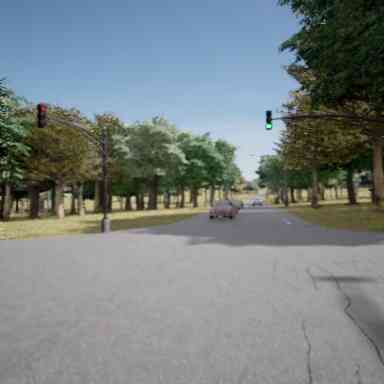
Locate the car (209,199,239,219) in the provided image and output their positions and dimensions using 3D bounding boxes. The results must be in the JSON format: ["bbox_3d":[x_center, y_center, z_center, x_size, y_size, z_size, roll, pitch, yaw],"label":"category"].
[{"bbox_3d":[2.901,1.548,31.044,2.097,1.767,4.553,-1,-1,12],"label":"car"}]

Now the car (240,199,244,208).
[{"bbox_3d":[6.353,1.949,49.539,2.033,1.411,5.357,-1,-1,11],"label":"car"}]

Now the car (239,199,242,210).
[{"bbox_3d":[4.573,1.888,39.894,1.895,1.301,4.718,-1,-1,11],"label":"car"}]

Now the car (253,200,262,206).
[{"bbox_3d":[13.926,2.374,70.855,1.994,1.385,4.181,-1,-2,10],"label":"car"}]

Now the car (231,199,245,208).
[{"bbox_3d":[8.238,2.060,59.372,2.128,1.511,4.902,-1,-1,11],"label":"car"}]
